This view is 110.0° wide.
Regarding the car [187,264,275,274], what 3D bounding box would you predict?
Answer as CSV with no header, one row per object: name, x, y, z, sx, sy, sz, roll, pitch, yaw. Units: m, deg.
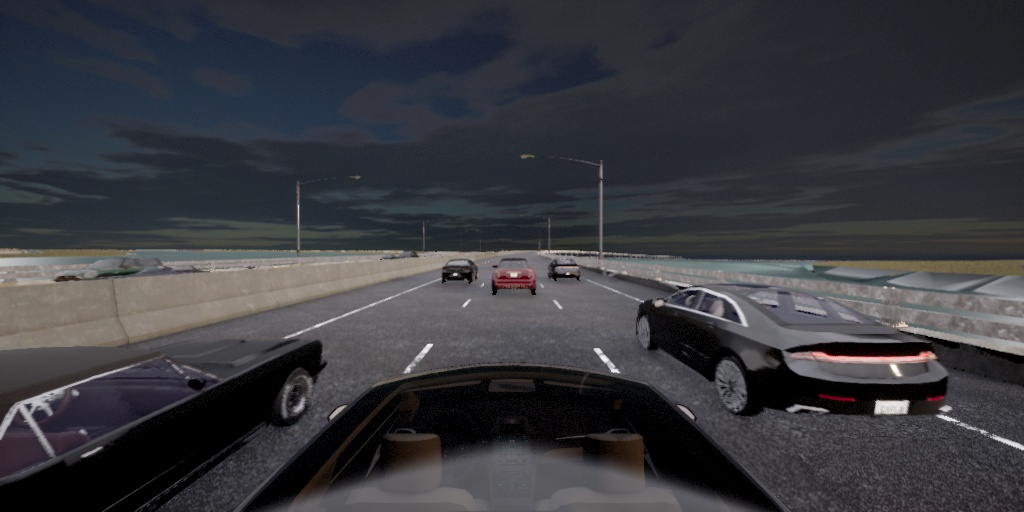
car,-14.104,1.118,19.082,1.895,1.301,4.718,0,1,0

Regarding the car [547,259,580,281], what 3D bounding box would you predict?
car,3.621,0.922,25.527,2.128,1.511,4.902,0,1,0

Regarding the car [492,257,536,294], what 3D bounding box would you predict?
car,0.095,0.876,18.560,2.097,1.767,4.553,0,1,0

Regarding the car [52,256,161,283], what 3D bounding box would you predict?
car,-21.101,0.868,19.181,2.097,1.767,4.553,0,1,0

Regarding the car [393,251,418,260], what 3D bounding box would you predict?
car,-17.182,0.188,59.297,2.150,2.045,5.566,0,1,1

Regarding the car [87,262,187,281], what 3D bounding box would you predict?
car,-17.606,1.131,18.101,1.895,1.301,4.718,0,1,0

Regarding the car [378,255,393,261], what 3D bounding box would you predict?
car,-20.649,0.502,60.265,2.033,1.411,5.357,0,1,2

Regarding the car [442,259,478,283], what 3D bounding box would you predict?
car,-3.387,0.929,23.958,1.882,1.535,5.008,0,1,0

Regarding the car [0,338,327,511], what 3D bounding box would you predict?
car,-3.395,1.338,2.650,1.895,1.301,4.718,0,1,0

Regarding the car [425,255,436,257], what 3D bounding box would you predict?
car,-13.662,0.514,60.396,1.994,1.385,4.181,0,1,1

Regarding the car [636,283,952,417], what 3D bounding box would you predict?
car,3.598,1.187,5.826,2.128,1.511,4.902,0,1,0
